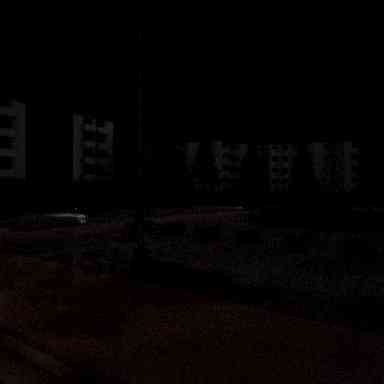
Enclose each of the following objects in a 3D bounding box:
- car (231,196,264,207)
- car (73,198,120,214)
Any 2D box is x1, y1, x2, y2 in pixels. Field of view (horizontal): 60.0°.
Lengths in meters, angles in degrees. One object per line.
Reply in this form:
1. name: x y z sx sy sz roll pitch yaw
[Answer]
1. car: 8.086 1.387 48.381 5.008 1.535 1.882 0 0 -25
2. car: -9.597 1.390 33.663 1.837 1.490 4.892 0 0 38
